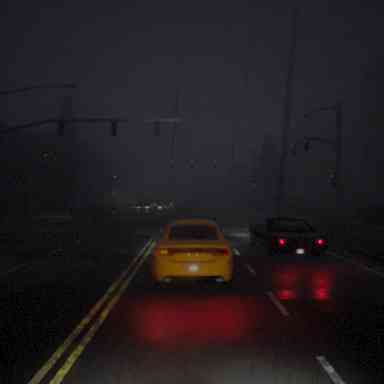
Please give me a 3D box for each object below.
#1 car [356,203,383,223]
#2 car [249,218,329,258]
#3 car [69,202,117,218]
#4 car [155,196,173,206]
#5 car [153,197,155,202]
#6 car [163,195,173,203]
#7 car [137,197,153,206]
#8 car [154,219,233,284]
[{"bbox_3d":[15.484,1.628,26.267,4.674,1.442,1.812,0,0,-1],"label":"car"},{"bbox_3d":[3.497,1.651,13.034,1.895,1.301,4.718,0,0,-1],"label":"car"},{"bbox_3d":[-9.225,1.646,31.018,4.674,1.442,1.812,0,-1,22],"label":"car"},{"bbox_3d":[-4.977,1.791,58.889,1.994,1.385,4.181,0,0,-1],"label":"car"},{"bbox_3d":[-8.860,1.830,75.159,2.033,1.411,5.357,0,0,-2],"label":"car"},{"bbox_3d":[-5.363,1.646,75.302,2.097,1.767,4.553,0,0,-2],"label":"car"},{"bbox_3d":[-8.474,1.731,58.783,1.837,1.490,4.892,0,0,-1],"label":"car"},{"bbox_3d":[0.030,1.516,9.708,1.882,1.535,5.008,0,0,0],"label":"car"}]
